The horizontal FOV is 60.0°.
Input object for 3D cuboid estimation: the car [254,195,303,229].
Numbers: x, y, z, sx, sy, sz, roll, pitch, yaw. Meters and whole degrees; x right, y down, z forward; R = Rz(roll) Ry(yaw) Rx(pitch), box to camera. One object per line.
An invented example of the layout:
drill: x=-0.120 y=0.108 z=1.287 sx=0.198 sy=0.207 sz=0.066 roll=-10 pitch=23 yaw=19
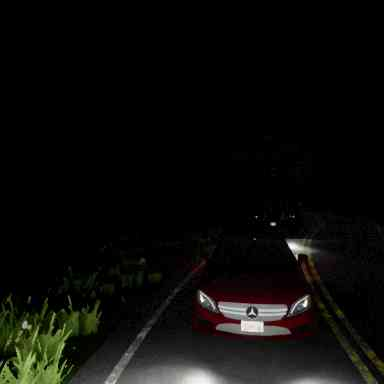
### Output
car: x=5.022 y=1.214 z=18.942 sx=2.150 sy=2.045 sz=5.566 roll=-2 pitch=-1 yaw=22

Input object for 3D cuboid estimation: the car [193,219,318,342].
car: x=1.229 y=1.534 z=6.728 sx=1.812 sy=1.442 sz=4.674 roll=-1 pitch=0 yaw=11
